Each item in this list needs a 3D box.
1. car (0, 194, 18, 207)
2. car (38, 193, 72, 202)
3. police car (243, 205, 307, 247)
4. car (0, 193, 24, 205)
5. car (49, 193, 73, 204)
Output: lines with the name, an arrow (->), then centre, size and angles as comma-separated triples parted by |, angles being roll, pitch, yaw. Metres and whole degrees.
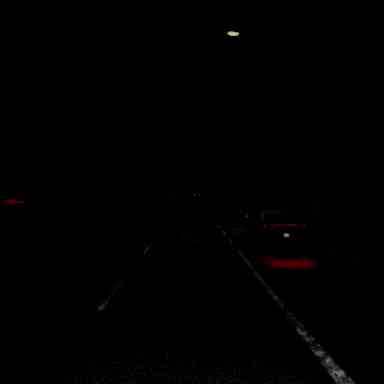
car -> -28.006, 1.273, 49.333 | 2.097, 1.767, 4.553 | 0, 0, 0
car -> -17.559, 1.150, 42.375 | 2.150, 2.045, 5.566 | 0, 0, 0
police car -> 3.522, 1.400, 15.024 | 1.930, 1.638, 5.238 | 0, 0, 0
car -> -21.080, 1.154, 37.358 | 2.150, 2.045, 5.566 | 0, 0, 0
car -> -20.987, 0.994, 53.677 | 2.097, 1.767, 4.553 | 0, 0, 0
